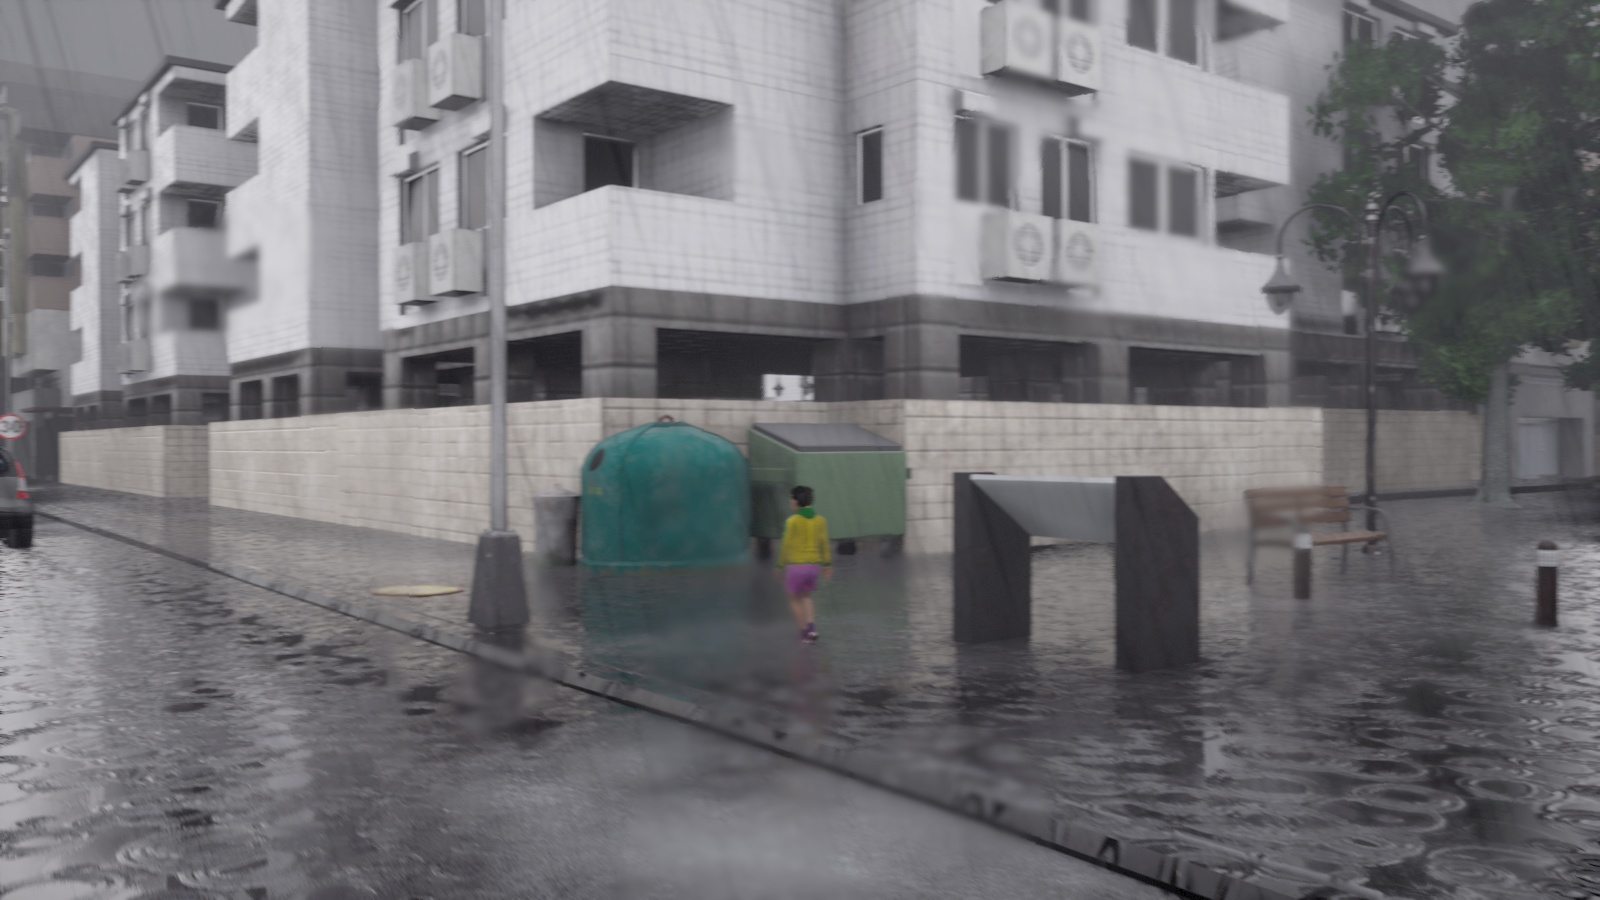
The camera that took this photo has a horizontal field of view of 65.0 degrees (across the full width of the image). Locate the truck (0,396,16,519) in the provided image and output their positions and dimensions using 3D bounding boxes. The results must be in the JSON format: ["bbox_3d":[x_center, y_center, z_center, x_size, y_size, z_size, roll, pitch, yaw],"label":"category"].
[{"bbox_3d":[-18.532,0.150,26.735,2.627,2.467,5.204,0,0,-37],"label":"truck"}]

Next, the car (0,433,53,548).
[{"bbox_3d":[-12.733,0.564,19.141,1.851,1.617,3.988,0,0,-37],"label":"car"}]

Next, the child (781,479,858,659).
[{"bbox_3d":[0.130,0.786,8.497,0.299,1.160,0.473,0,0,-35],"label":"child"}]
